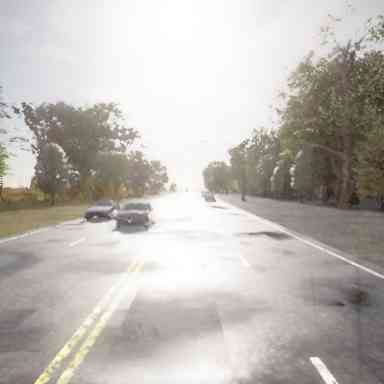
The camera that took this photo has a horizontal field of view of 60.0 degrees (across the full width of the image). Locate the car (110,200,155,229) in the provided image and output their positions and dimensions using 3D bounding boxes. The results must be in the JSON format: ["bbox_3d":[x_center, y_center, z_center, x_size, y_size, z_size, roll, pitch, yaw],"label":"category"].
[{"bbox_3d":[-3.350,1.317,20.325,1.837,1.490,4.892,0,1,0],"label":"car"}]

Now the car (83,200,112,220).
[{"bbox_3d":[-6.583,1.314,25.383,2.033,1.411,5.357,0,0,0],"label":"car"}]

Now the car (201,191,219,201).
[{"bbox_3d":[3.220,0.986,61.041,2.033,1.411,5.357,0,1,0],"label":"car"}]
